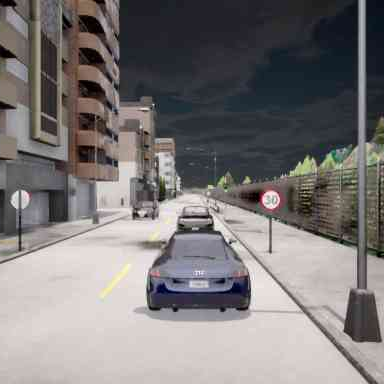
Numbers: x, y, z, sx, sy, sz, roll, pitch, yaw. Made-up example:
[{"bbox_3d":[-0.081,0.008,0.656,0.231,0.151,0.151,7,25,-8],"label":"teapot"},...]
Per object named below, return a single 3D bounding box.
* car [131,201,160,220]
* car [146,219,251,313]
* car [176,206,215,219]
[{"bbox_3d":[-3.854,1.498,28.127,2.128,1.511,4.902,0,0,0],"label":"car"},{"bbox_3d":[0.130,1.564,7.775,1.994,1.385,4.181,0,0,0],"label":"car"},{"bbox_3d":[0.184,1.492,17.699,2.128,1.511,4.902,0,0,1],"label":"car"}]
